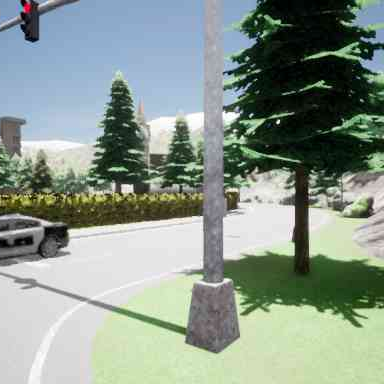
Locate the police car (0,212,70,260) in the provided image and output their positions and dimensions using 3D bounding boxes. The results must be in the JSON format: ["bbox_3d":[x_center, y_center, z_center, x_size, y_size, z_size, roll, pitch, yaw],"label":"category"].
[{"bbox_3d":[-6.428,1.422,10.473,1.930,1.638,5.238,0,0,35],"label":"police car"}]
